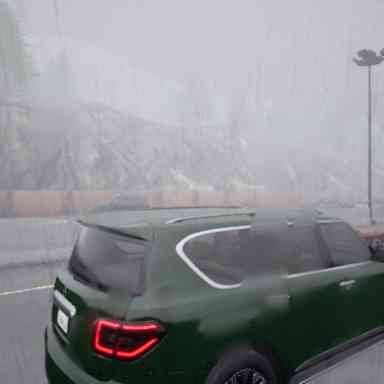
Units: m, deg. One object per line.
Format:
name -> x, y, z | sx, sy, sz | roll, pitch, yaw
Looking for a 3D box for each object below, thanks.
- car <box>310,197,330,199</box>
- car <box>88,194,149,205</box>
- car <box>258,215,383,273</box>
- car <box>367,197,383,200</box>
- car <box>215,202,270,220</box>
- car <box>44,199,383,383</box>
car -> 13.031, 1.469, 30.483 | 4.902, 1.511, 2.128 | 0, 0, -35
car -> -6.469, 1.214, 29.476 | 5.566, 2.045, 2.150 | 0, 0, -36
car -> 4.621, 1.593, 11.335 | 4.718, 1.301, 1.895 | 0, 0, -35
car -> 30.329, 1.501, 55.481 | 5.357, 1.411, 2.033 | 0, 0, -34
car -> 4.433, 1.585, 28.653 | 4.718, 1.301, 1.895 | 0, 0, -35
car -> 1.043, 1.219, 4.491 | 5.566, 2.045, 2.150 | 0, 0, -36
